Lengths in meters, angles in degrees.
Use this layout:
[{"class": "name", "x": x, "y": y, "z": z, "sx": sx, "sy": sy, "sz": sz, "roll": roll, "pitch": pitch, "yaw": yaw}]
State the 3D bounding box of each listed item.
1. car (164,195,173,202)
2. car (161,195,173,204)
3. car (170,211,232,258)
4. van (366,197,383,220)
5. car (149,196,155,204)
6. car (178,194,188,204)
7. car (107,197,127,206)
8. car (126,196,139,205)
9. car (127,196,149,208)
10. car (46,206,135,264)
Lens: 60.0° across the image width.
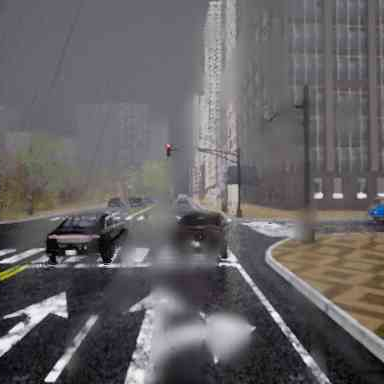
[{"class": "car", "x": -5.263, "y": 1.513, "z": 75.656, "sx": 1.812, "sy": 1.442, "sz": 4.674, "roll": 0, "pitch": 0, "yaw": -2}, {"class": "car", "x": -4.991, "y": 1.596, "z": 65.623, "sx": 1.812, "sy": 1.442, "sz": 4.674, "roll": 0, "pitch": 0, "yaw": -2}, {"class": "car", "x": 0.471, "y": 1.454, "z": 12.761, "sx": 1.882, "sy": 1.535, "sz": 5.008, "roll": -1, "pitch": 0, "yaw": 9}, {"class": "van", "x": 15.304, "y": 1.256, "z": 24.929, "sx": 3.998, "sy": 1.788, "sz": 1.690, "roll": -1, "pitch": -1, "yaw": -2}, {"class": "car", "x": -8.232, "y": 1.554, "z": 64.620, "sx": 1.882, "sy": 1.535, "sz": 5.008, "roll": 0, "pitch": 0, "yaw": -1}, {"class": "car", "x": -1.732, "y": 1.603, "z": 65.326, "sx": 2.033, "sy": 1.411, "sz": 5.357, "roll": 0, "pitch": 0, "yaw": -2}, {"class": "car", "x": -11.113, "y": 1.547, "z": 48.753, "sx": 1.837, "sy": 1.490, "sz": 4.892, "roll": 0, "pitch": 0, "yaw": -1}, {"class": "car", "x": -11.472, "y": 1.589, "z": 64.290, "sx": 1.837, "sy": 1.490, "sz": 4.892, "roll": 0, "pitch": 0, "yaw": -1}, {"class": "car", "x": -7.868, "y": 1.534, "z": 48.908, "sx": 1.837, "sy": 1.490, "sz": 4.892, "roll": 0, "pitch": 0, "yaw": -1}, {"class": "car", "x": -3.464, "y": 1.487, "z": 11.790, "sx": 2.128, "sy": 1.511, "sz": 4.902, "roll": 0, "pitch": 0, "yaw": -1}]
